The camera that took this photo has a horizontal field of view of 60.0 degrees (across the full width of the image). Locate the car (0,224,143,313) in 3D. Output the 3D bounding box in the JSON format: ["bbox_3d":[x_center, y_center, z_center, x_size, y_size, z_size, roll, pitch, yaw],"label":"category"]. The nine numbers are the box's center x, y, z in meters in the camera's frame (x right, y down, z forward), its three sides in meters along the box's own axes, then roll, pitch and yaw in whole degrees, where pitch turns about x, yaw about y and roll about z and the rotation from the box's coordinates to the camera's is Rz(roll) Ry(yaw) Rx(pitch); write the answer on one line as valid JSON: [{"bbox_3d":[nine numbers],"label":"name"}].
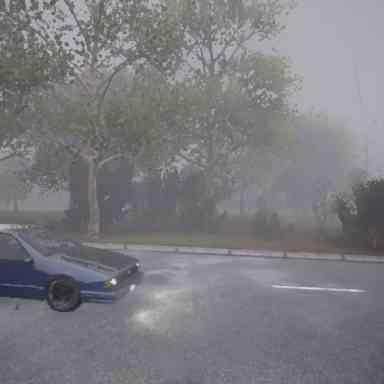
[{"bbox_3d":[-3.822,1.430,7.105,5.357,1.411,2.033,3,0,8],"label":"car"}]
